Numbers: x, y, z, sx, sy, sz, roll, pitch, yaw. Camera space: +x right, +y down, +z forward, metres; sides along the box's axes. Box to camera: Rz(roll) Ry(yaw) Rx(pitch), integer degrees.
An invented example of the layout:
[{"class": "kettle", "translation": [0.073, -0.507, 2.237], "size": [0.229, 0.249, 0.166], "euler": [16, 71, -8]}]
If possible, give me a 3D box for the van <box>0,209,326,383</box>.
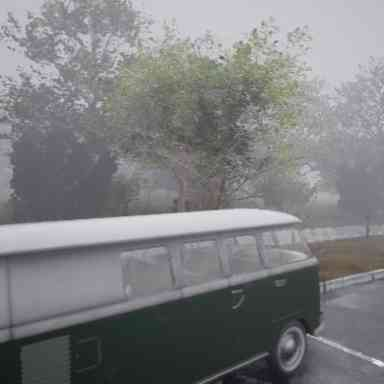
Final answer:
[{"class": "van", "translation": [-0.202, 1.251, 3.958], "size": [4.442, 1.987, 1.878], "euler": [-1, -1, -36]}]
